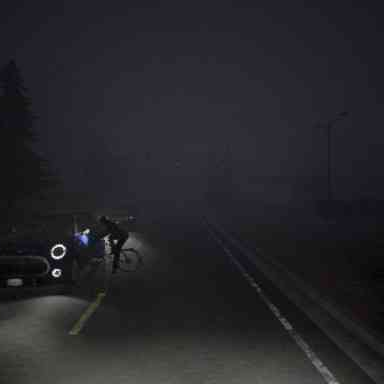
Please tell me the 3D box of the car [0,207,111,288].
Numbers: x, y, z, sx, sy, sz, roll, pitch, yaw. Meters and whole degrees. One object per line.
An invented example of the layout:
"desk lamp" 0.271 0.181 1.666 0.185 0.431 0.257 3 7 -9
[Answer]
"car" -3.895 1.351 9.405 2.097 1.767 4.553 0 0 -2

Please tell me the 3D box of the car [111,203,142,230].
"car" -4.342 1.491 21.366 2.128 1.511 4.902 0 0 -2

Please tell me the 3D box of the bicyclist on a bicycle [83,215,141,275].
"bicyclist on a bicycle" -2.245 1.454 9.106 1.656 1.620 0.582 -2 0 -2

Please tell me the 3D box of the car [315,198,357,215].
"car" 13.089 1.339 31.131 2.007 1.523 4.514 0 0 -2

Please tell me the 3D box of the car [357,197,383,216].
"car" 16.223 1.330 31.272 2.152 1.636 5.027 0 0 -2
